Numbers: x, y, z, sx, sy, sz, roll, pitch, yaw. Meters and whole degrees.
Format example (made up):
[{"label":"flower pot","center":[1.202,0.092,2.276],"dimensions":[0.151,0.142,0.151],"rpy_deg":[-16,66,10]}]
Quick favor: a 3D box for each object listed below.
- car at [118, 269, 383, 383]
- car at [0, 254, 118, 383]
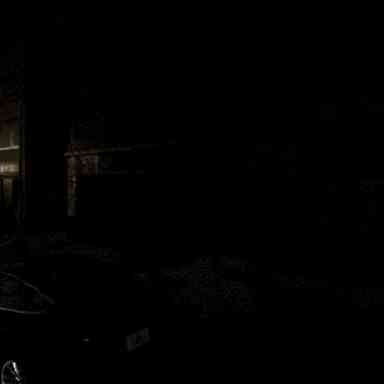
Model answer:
[{"label":"car","center":[2.243,1.314,1.464],"dimensions":[5.009,1.841,2.192],"rpy_deg":[0,1,36]},{"label":"car","center":[-2.252,1.569,4.683],"dimensions":[4.313,1.339,1.947],"rpy_deg":[0,1,36]}]
